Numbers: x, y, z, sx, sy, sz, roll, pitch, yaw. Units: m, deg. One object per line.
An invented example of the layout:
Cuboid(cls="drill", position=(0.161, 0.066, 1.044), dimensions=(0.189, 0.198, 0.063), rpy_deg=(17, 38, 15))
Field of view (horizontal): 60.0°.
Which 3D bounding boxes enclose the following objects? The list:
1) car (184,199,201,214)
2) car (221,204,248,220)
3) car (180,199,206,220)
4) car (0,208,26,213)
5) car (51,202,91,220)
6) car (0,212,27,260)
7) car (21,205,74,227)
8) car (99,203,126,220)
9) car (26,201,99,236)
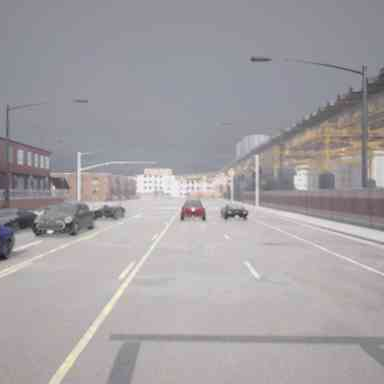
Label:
Cuboid(cls="car", position=(0.031, 1.607, 38.723), dimensions=(1.837, 1.490, 4.892), rpy_deg=(0, 0, 0))
Cuboid(cls="car", position=(3.596, 1.677, 28.832), dimensions=(1.895, 1.301, 4.718), rpy_deg=(0, 0, 0))
Cuboid(cls="car", position=(0.098, 1.425, 28.624), dimensions=(2.097, 1.767, 4.553), rpy_deg=(0, 0, 0))
Cuboid(cls="car", position=(-10.591, 1.615, 19.410), dimensions=(1.994, 1.385, 4.181), rpy_deg=(0, 0, 0))
Cuboid(cls="car", position=(-10.569, 1.641, 29.469), dimensions=(1.994, 1.385, 4.181), rpy_deg=(0, 0, 1))
Cuboid(cls="car", position=(-7.098, 1.552, 9.916), dimensions=(1.812, 1.442, 4.674), rpy_deg=(0, 0, 0))
Cuboid(cls="car", position=(-10.503, 1.672, 24.631), dimensions=(1.895, 1.301, 4.718), rpy_deg=(0, 0, 0))
Cuboid(cls="car", position=(-7.073, 1.676, 28.819), dimensions=(1.895, 1.301, 4.718), rpy_deg=(0, 0, 0))
Cuboid(cls="car", position=(-7.091, 1.401, 18.823), dimensions=(2.097, 1.767, 4.553), rpy_deg=(0, 0, 0))
